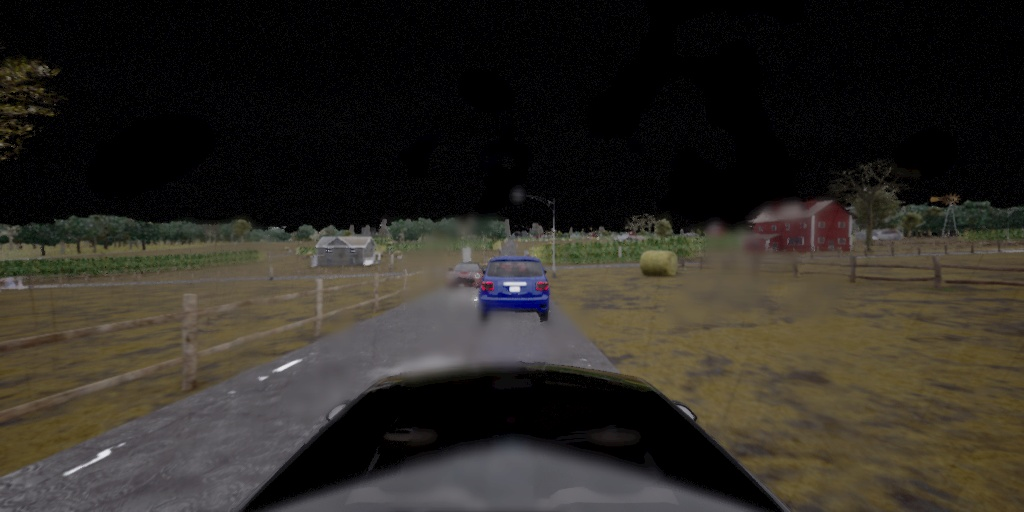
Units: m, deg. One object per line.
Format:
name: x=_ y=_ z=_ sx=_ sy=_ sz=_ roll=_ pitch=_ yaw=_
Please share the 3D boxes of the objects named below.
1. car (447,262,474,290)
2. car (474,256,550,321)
car: x=-2.843 y=1.196 z=23.247 sx=2.097 sy=1.767 sz=4.553 roll=0 pitch=0 yaw=0
car: x=0.092 y=1.025 z=12.769 sx=2.150 sy=2.045 sz=5.566 roll=0 pitch=0 yaw=0
